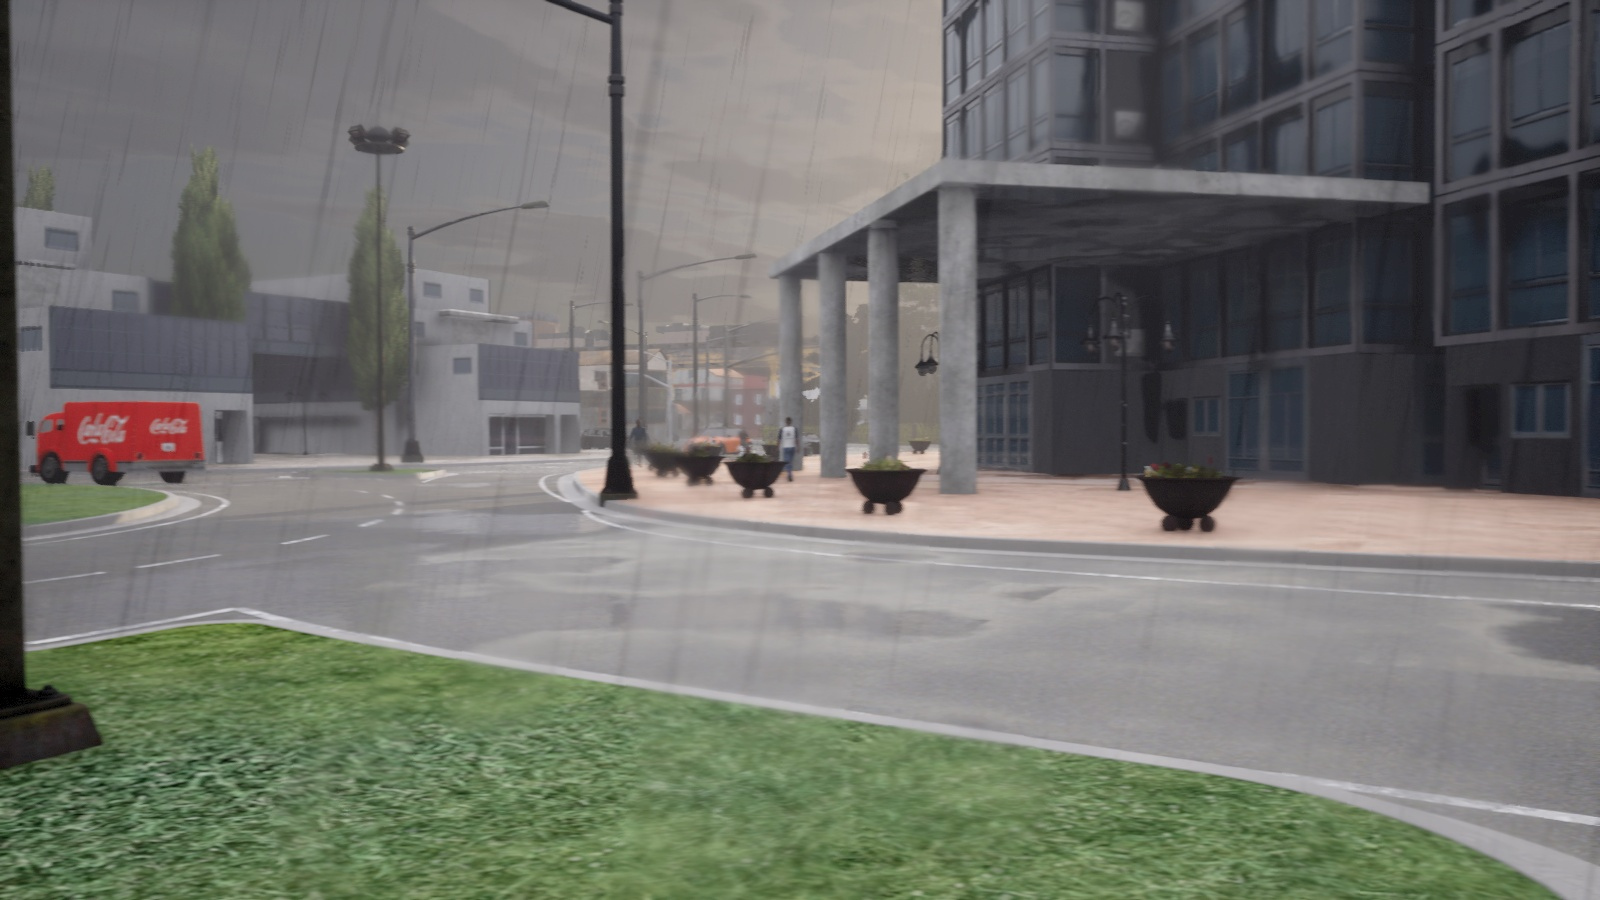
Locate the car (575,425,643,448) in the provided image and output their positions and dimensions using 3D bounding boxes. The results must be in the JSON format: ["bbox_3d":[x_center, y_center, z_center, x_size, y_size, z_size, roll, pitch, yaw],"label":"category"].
[{"bbox_3d":[-14.402,-1.002,94.713,4.611,1.667,2.242,1,1,26],"label":"car"}]

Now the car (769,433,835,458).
[{"bbox_3d":[0.158,-0.277,70.279,1.994,1.385,4.181,1,1,27],"label":"car"}]

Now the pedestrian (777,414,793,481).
[{"bbox_3d":[-0.421,-0.077,34.463,0.354,1.836,0.706,0,1,-7],"label":"pedestrian"}]

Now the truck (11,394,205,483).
[{"bbox_3d":[-20.707,-0.358,37.553,5.204,2.467,2.627,1,1,27],"label":"truck"}]

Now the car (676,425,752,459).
[{"bbox_3d":[-4.653,-0.470,68.495,2.097,1.767,4.553,1,1,27],"label":"car"}]

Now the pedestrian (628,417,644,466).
[{"bbox_3d":[-6.128,-0.317,46.853,0.370,1.835,0.726,0,1,12],"label":"pedestrian"}]
